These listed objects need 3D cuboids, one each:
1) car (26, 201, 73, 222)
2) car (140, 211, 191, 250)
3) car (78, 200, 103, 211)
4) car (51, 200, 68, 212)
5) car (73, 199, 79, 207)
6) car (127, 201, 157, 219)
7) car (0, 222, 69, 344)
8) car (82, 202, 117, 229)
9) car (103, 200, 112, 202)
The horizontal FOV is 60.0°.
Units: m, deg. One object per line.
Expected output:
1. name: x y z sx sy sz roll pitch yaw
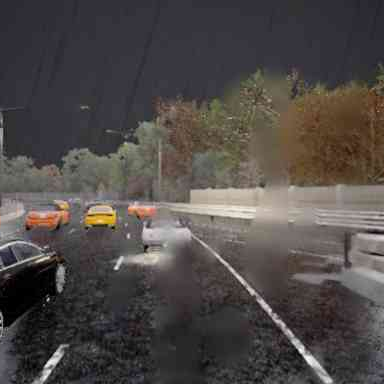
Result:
1. car: -9.913 1.608 23.105 2.097 1.767 4.553 0 -1 -12
2. car: -1.242 1.758 14.949 1.895 1.301 4.718 1 -1 -7
3. car: -13.729 1.996 44.798 1.837 1.490 4.892 1 -1 -24
4. car: -19.085 2.005 47.829 1.882 1.535 5.008 0 -1 -27
5. car: -23.485 2.267 67.796 2.128 1.511 4.902 0 -1 -40
6. car: -5.081 1.717 33.568 2.097 1.767 4.553 0 -1 -24
7. car: -3.751 1.559 5.945 2.128 1.511 4.902 0 -1 -4
8. car: -6.488 1.740 23.869 1.882 1.535 5.008 0 -1 -13
9. car: -13.469 2.062 52.131 2.128 1.511 4.902 0 -1 -28
